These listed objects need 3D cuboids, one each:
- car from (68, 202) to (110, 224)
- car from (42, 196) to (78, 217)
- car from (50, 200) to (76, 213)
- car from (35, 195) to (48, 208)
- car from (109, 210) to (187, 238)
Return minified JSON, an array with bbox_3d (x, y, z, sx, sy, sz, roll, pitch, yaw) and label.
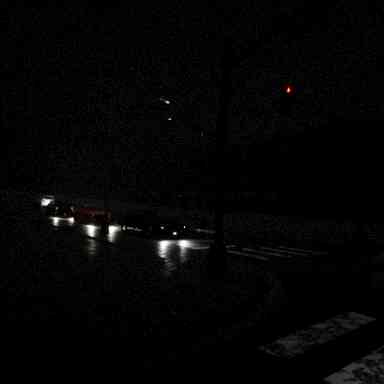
[{"bbox_3d":[-8.232,1.770,27.243,1.882,1.535,5.008,4,-3,-36],"label":"car"},{"bbox_3d":[-14.084,1.679,35.419,2.097,1.767,4.553,4,-2,-35],"label":"car"},{"bbox_3d":[-17.731,1.941,45.439,2.128,1.511,4.902,4,-2,-35],"label":"car"},{"bbox_3d":[-23.602,1.549,53.570,2.150,2.045,5.566,4,-1,-36],"label":"car"},{"bbox_3d":[-2.511,1.761,19.211,2.033,1.411,5.357,4,-3,-38],"label":"car"}]
